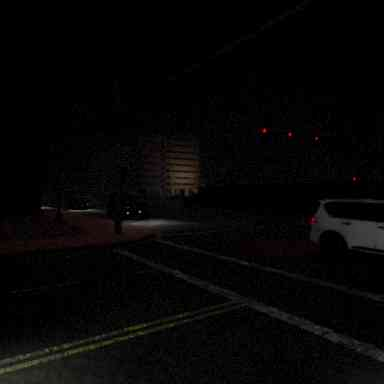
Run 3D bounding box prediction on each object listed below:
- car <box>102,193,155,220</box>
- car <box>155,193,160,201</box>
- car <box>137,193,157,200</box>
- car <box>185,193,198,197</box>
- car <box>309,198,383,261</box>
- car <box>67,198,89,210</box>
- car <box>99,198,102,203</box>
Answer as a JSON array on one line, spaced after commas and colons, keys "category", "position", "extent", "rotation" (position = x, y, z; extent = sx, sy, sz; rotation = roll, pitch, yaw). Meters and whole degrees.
[{"category": "car", "position": [-5.625, 1.222, 28.771], "extent": [2.150, 2.045, 5.566], "rotation": [0, 0, -33]}, {"category": "car", "position": [-9.827, 1.156, 81.483], "extent": [3.866, 1.878, 1.905], "rotation": [0, 0, -34]}, {"category": "car", "position": [-11.404, 1.153, 83.910], "extent": [4.605, 1.855, 1.932], "rotation": [0, 0, -34]}, {"category": "car", "position": [1.207, 1.156, 65.255], "extent": [3.866, 1.878, 1.905], "rotation": [0, 0, -34]}, {"category": "car", "position": [6.291, 1.221, 10.164], "extent": [2.150, 2.045, 5.566], "rotation": [0, 0, -33]}, {"category": "car", "position": [-14.795, 1.506, 43.112], "extent": [1.837, 1.490, 4.892], "rotation": [0, 0, -32]}, {"category": "car", "position": [-17.252, 1.526, 66.768], "extent": [1.812, 1.442, 4.674], "rotation": [0, 0, -33]}]
